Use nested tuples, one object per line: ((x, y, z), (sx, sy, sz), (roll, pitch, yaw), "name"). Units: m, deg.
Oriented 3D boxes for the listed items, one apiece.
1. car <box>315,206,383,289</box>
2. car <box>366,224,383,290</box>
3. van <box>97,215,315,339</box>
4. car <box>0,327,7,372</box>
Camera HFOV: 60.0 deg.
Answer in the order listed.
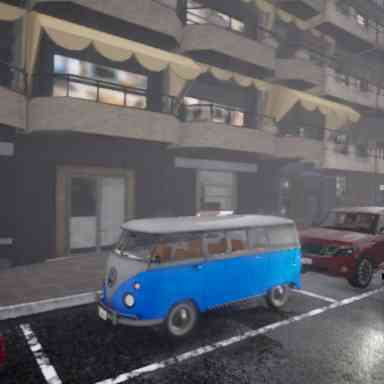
((4.852, 1.367, 9.556), (5.009, 1.841, 2.192), (0, 0, -36), "car")
((6.206, 1.530, 7.502), (5.008, 1.535, 1.882), (0, 0, -36), "car")
((0.346, 1.362, 6.339), (3.998, 1.788, 1.690), (0, 0, -36), "van")
((-4.160, 1.431, 3.122), (4.097, 1.590, 1.967), (0, 0, -36), "car")
